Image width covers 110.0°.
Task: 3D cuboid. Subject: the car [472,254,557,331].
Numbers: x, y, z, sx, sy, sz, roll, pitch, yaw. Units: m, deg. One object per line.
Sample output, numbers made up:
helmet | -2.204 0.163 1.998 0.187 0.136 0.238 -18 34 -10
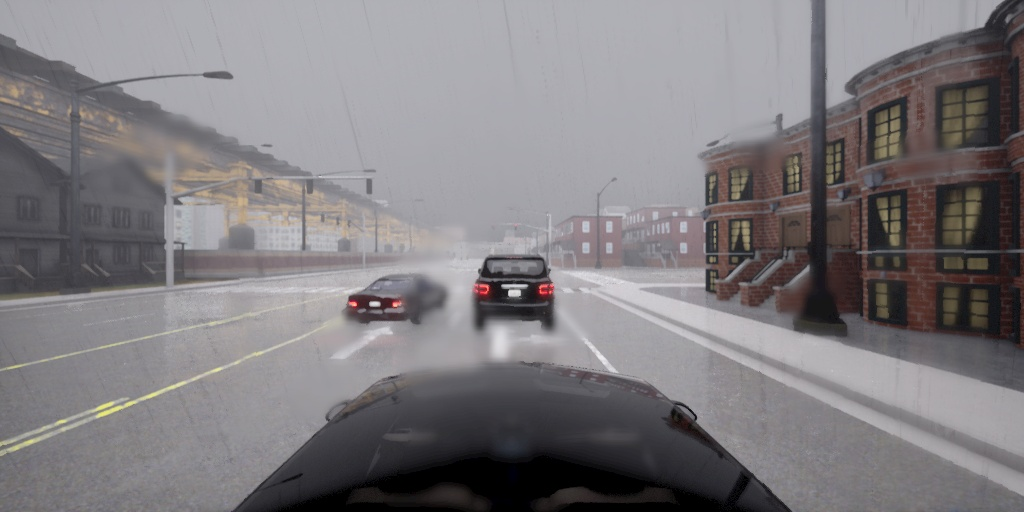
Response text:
car | 0.081 0.966 11.098 2.150 2.045 5.566 0 0 0

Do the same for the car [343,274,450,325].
car | -3.445 1.291 11.779 2.033 1.411 5.357 0 0 2
